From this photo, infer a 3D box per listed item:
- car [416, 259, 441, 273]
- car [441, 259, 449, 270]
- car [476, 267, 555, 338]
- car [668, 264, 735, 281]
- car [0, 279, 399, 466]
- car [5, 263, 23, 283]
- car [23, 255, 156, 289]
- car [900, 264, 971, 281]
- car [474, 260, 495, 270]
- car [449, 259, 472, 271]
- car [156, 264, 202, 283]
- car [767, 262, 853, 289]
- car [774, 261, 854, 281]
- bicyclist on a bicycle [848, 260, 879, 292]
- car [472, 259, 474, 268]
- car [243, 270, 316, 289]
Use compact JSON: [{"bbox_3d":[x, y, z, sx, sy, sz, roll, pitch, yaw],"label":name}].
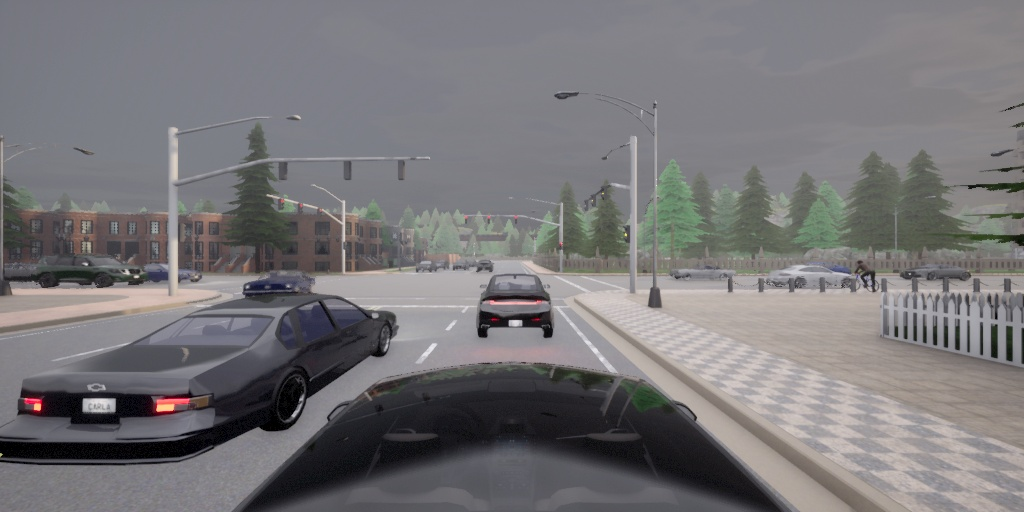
[{"bbox_3d":[-10.555,1.274,44.502,1.812,1.442,4.674,0,0,0],"label":"car"},{"bbox_3d":[-10.553,1.240,53.610,2.128,1.511,4.902,0,0,0],"label":"car"},{"bbox_3d":[0.087,1.241,10.176,2.128,1.511,4.902,0,0,0],"label":"car"},{"bbox_3d":[15.581,1.350,29.640,4.718,1.301,1.895,0,0,0],"label":"car"},{"bbox_3d":[-3.434,1.297,5.511,2.033,1.411,5.357,0,0,1],"label":"car"},{"bbox_3d":[-34.792,1.241,25.910,4.902,1.511,2.128,0,0,-6],"label":"car"},{"bbox_3d":[-26.711,0.970,22.825,5.566,2.045,2.150,0,0,-1],"label":"car"},{"bbox_3d":[34.847,1.313,29.594,4.181,1.385,1.994,0,0,1],"label":"car"},{"bbox_3d":[-3.352,1.253,45.292,1.837,1.490,4.892,0,0,0],"label":"car"},{"bbox_3d":[-7.062,1.253,49.919,1.837,1.490,4.892,0,0,0],"label":"car"},{"bbox_3d":[-25.536,1.275,26.300,4.674,1.442,1.812,0,0,-1],"label":"car"},{"bbox_3d":[18.625,1.275,22.437,4.674,1.442,1.812,0,0,0],"label":"car"},{"bbox_3d":[24.873,1.227,29.622,5.008,1.535,1.882,0,0,0],"label":"car"},{"bbox_3d":[18.260,1.052,18.652,0.582,1.620,1.656,0,0,0],"label":"bicyclist on a bicycle"},{"bbox_3d":[-7.019,1.253,59.903,1.837,1.490,4.892,0,0,0],"label":"car"},{"bbox_3d":[-10.739,1.350,16.895,1.895,1.301,4.718,0,0,-18],"label":"car"}]
